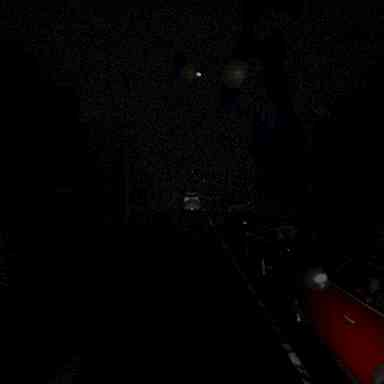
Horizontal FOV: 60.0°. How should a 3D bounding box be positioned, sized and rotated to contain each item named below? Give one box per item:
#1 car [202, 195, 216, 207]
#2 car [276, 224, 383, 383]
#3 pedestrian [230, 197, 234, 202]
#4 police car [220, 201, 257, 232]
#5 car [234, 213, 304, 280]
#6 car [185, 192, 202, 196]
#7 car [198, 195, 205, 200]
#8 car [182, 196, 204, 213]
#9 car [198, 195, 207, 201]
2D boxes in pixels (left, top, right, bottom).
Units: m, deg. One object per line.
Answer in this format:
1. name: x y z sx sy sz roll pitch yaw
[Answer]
1. car: 2.593 1.453 48.538 2.008 1.369 4.403 -1 0 0
2. car: 2.618 1.429 4.173 1.967 1.590 4.097 -1 0 0
3. pedestrian: 2.736 1.241 22.828 0.375 1.860 0.375 -1 1 -10
4. police car: 2.738 1.378 19.837 1.930 1.638 5.238 0 0 0
5. car: 2.617 1.526 9.719 2.008 1.369 4.403 -1 0 0
6. car: -0.011 1.129 46.663 2.150 2.045 5.566 0 0 0
7. car: 2.567 1.434 92.049 1.802 1.307 4.206 -1 0 0
8. car: 0.006 1.449 35.299 1.812 1.442 4.674 0 0 0
9. car: 2.573 1.408 80.983 1.887 1.381 4.507 -1 0 0
